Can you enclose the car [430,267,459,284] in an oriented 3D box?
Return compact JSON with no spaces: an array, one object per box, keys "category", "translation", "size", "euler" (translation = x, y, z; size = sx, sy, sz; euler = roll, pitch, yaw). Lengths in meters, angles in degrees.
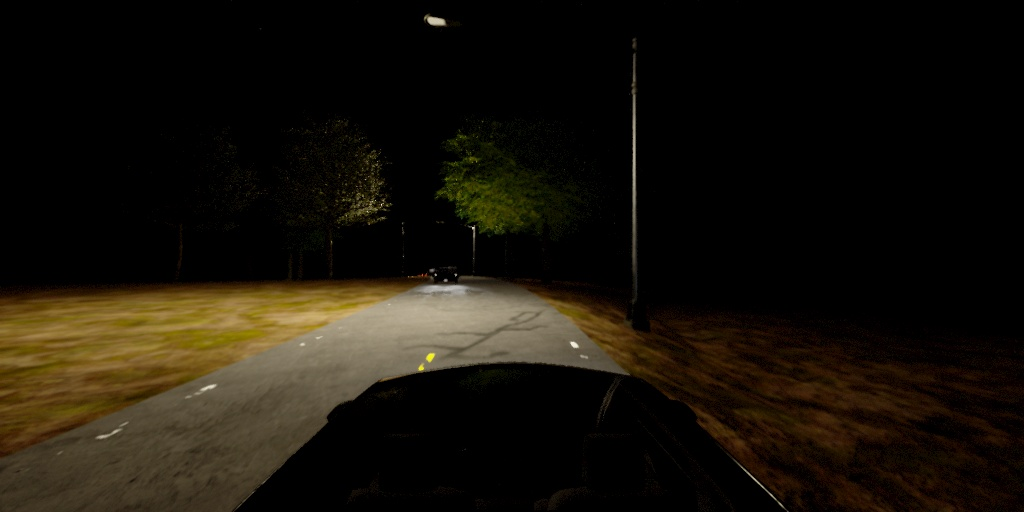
[{"category":"car","translation":[-5.113,1.510,28.242],"size":[1.895,1.301,4.718],"euler":[0,-1,-8]}]
